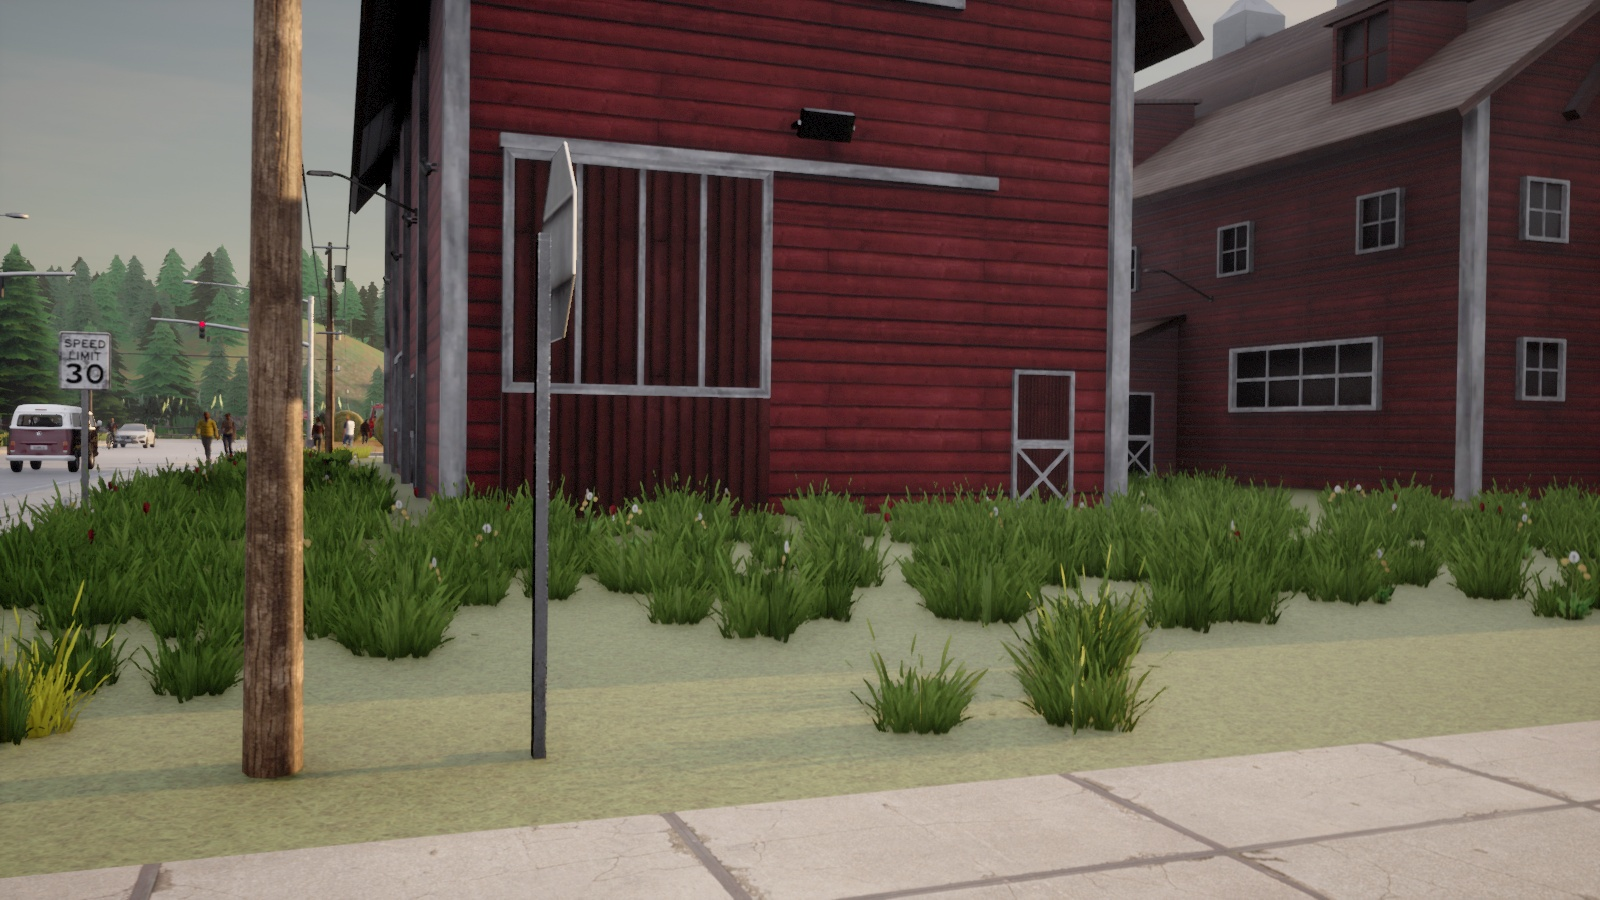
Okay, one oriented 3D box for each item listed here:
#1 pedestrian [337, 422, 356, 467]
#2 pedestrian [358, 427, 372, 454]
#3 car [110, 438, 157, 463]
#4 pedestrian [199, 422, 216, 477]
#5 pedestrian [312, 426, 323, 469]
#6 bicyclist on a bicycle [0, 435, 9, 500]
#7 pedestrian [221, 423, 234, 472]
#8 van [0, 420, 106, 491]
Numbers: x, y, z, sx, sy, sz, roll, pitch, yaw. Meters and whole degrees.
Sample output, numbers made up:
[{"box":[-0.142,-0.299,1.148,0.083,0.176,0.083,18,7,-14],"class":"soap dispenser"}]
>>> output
[{"box":[-18.630,-0.210,51.565,0.706,1.836,0.354,0,1,35],"class":"pedestrian"},{"box":[-30.177,-0.653,87.177,0.634,1.844,0.899,-1,1,0],"class":"pedestrian"},{"box":[-39.798,0.015,75.079,1.812,1.442,4.674,-1,1,-20],"class":"car"},{"box":[-19.977,-0.025,42.346,0.370,1.835,0.726,-1,1,-15],"class":"pedestrian"},{"box":[-21.589,-0.107,56.196,0.402,1.930,0.666,-1,1,-24],"class":"pedestrian"},{"box":[-20.208,0.436,30.970,0.866,1.612,1.509,-1,1,-19],"class":"bicyclist on a bicycle"},{"box":[-21.518,-0.094,47.207,0.328,1.805,0.869,-1,1,-17],"class":"pedestrian"},{"box":[-23.035,0.126,38.831,2.069,2.038,4.480,-1,1,-20],"class":"van"}]
